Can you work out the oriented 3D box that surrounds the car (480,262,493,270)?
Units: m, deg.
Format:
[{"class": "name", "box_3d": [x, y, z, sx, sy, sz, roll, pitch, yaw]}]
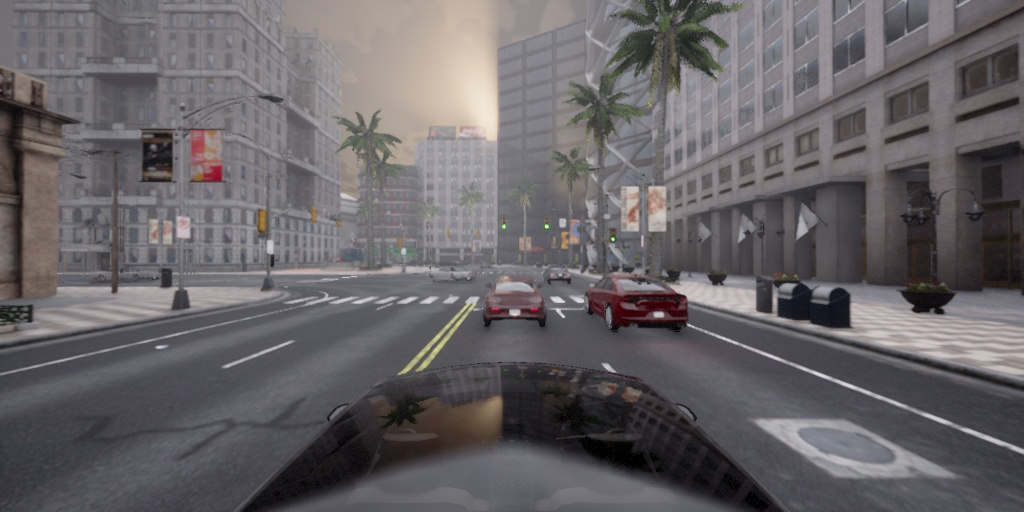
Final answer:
[{"class": "car", "box_3d": [-4.542, 1.737, 63.992, 1.994, 1.385, 4.181, 0, 0, -11]}]

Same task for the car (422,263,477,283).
[{"class": "car", "box_3d": [-5.289, 1.548, 30.691, 4.718, 1.301, 1.895, 0, -1, 39]}]

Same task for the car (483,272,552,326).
[{"class": "car", "box_3d": [0.086, 1.345, 11.851, 1.812, 1.442, 4.674, 0, 0, 0]}]

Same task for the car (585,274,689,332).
[{"class": "car", "box_3d": [3.583, 1.292, 11.200, 1.882, 1.535, 5.008, 0, 0, 0]}]

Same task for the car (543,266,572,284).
[{"class": "car", "box_3d": [3.594, 1.484, 29.112, 2.033, 1.411, 5.357, 0, 0, 0]}]

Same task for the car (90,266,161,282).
[{"class": "car", "box_3d": [-32.991, 1.550, 30.865, 4.718, 1.301, 1.895, 0, 0, 0]}]
